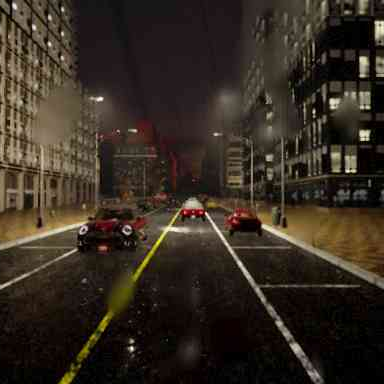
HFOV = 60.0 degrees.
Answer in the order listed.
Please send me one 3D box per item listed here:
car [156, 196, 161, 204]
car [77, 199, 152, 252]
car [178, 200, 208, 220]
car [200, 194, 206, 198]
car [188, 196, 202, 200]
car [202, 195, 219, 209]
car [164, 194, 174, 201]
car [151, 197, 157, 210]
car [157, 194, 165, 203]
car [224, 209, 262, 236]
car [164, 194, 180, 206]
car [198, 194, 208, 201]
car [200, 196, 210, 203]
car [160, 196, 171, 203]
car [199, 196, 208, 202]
[{"bbox_3d":[-5.677,1.564,44.801,1.887,1.381,4.507,1,0,0],"label":"car"},{"bbox_3d":[-3.099,1.357,13.788,2.097,1.767,4.553,0,0,0],"label":"car"},{"bbox_3d":[0.100,1.612,27.781,1.895,1.301,4.718,0,0,0],"label":"car"},{"bbox_3d":[2.703,1.572,61.169,1.887,1.381,4.507,1,0,0],"label":"car"},{"bbox_3d":[0.104,1.544,44.209,1.812,1.442,4.674,0,0,0],"label":"car"},{"bbox_3d":[2.703,1.544,45.020,1.752,1.417,4.829,1,0,0],"label":"car"},{"bbox_3d":[-5.747,1.355,82.918,2.192,1.841,5.009,1,0,0],"label":"car"},{"bbox_3d":[-5.678,1.582,39.355,1.947,1.339,4.313,1,0,0],"label":"car"},{"bbox_3d":[-5.673,1.343,61.138,2.192,1.841,5.009,1,0,0],"label":"car"},{"bbox_3d":[2.703,1.589,18.078,1.802,1.307,4.206,1,0,0],"label":"car"},{"bbox_3d":[-3.071,1.529,54.226,1.837,1.490,4.892,0,0,0],"label":"car"},{"bbox_3d":[2.779,1.355,82.924,2.192,1.841,5.009,1,0,0],"label":"car"},{"bbox_3d":[2.702,1.599,72.049,1.947,1.339,4.313,1,0,0],"label":"car"},{"bbox_3d":[-5.678,1.578,72.029,1.887,1.381,4.507,1,0,0],"label":"car"},{"bbox_3d":[2.702,1.603,77.488,1.947,1.339,4.313,1,0,0],"label":"car"}]
